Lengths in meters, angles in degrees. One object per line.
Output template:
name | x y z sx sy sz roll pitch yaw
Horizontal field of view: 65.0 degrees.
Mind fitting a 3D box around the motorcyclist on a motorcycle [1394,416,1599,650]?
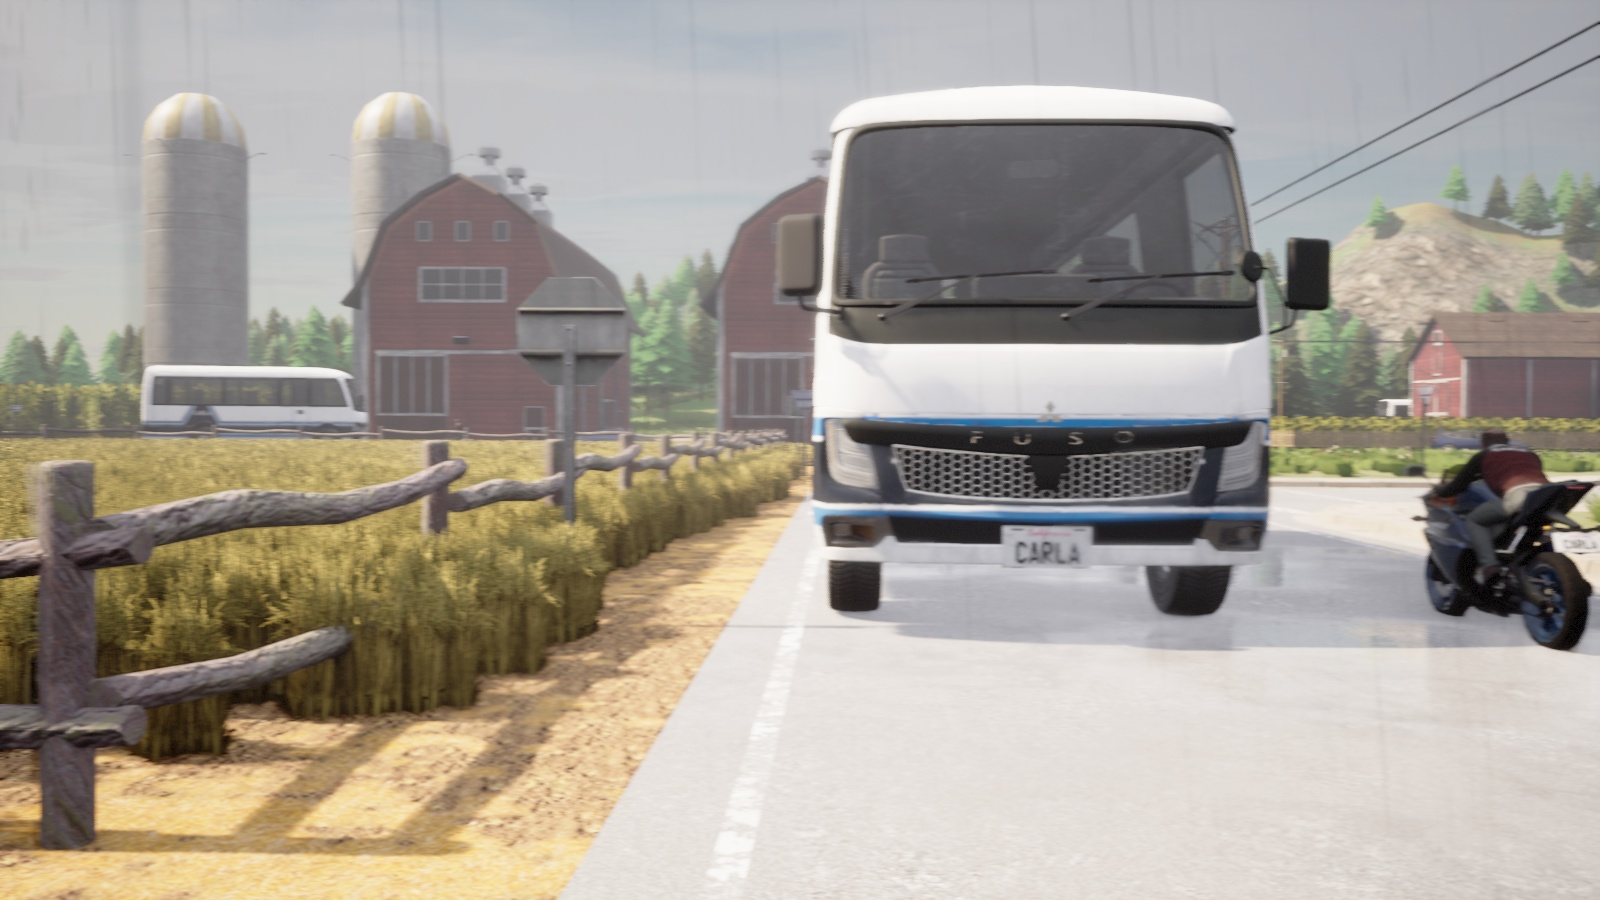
motorcyclist on a motorcycle | 5.289 0.525 9.288 0.866 1.530 2.191 -1 1 4

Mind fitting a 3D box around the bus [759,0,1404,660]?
bus | 1.966 -0.915 12.945 3.944 4.253 10.273 -1 1 3

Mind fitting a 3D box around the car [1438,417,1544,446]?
car | 36.747 -0.970 66.767 4.792 1.488 2.163 0 1 33

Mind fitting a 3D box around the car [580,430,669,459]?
car | -8.697 -0.278 62.492 4.181 1.385 1.994 -1 1 0

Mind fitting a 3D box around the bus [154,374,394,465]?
bus | -25.906 -1.511 62.485 10.273 4.253 3.944 -1 1 -9
